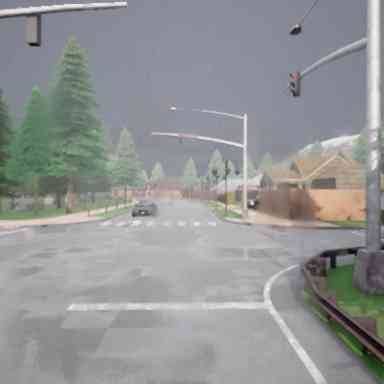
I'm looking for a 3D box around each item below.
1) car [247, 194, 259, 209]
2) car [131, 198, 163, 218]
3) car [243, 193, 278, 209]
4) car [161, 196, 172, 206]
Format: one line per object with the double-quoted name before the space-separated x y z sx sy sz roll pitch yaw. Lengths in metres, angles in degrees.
"car" 8.827 1.072 38.387 4.605 1.855 1.932 0 0 -1
"car" -3.930 1.485 28.577 1.994 1.385 4.181 0 0 0
"car" 8.410 1.069 40.897 3.866 1.878 1.905 0 0 -1
"car" -4.160 1.402 53.268 1.812 1.442 4.674 0 0 -1
